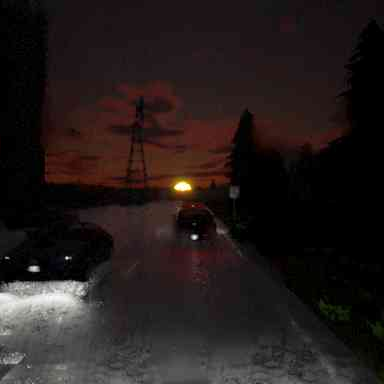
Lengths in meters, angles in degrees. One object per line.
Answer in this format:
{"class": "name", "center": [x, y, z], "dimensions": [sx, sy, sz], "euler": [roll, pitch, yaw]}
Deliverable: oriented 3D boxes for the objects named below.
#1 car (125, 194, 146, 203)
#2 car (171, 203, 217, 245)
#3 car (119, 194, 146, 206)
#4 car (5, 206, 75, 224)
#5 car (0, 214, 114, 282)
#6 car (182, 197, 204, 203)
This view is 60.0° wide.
{"class": "car", "center": [-11.914, 1.298, 70.233], "dimensions": [3.866, 1.878, 1.905], "euler": [0, 0, -31]}
{"class": "car", "center": [0.096, 1.492, 15.363], "dimensions": [1.837, 1.490, 4.892], "euler": [0, 0, 0]}
{"class": "car", "center": [-9.555, 1.438, 53.388], "dimensions": [3.988, 1.617, 1.851], "euler": [0, 0, -1]}
{"class": "car", "center": [-9.063, 1.533, 20.379], "dimensions": [4.181, 1.381, 1.994], "euler": [0, 0, -1]}
{"class": "car", "center": [-3.602, 1.556, 9.563], "dimensions": [1.994, 1.385, 4.181], "euler": [0, 0, 0]}
{"class": "car", "center": [0.092, 1.324, 33.146], "dimensions": [2.097, 1.767, 4.553], "euler": [0, 0, 0]}
